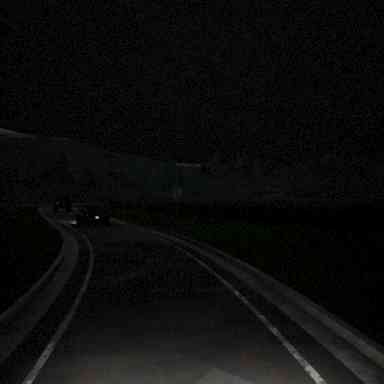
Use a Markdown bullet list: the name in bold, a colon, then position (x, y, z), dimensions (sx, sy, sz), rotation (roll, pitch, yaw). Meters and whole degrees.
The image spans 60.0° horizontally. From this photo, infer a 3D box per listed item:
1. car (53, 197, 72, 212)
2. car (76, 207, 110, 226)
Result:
- **car**: position (-18.538, 1.755, 47.583), dimensions (2.150, 2.045, 5.566), rotation (0, -2, -26)
- **car**: position (-7.776, 1.844, 25.886), dimensions (1.994, 1.385, 4.181), rotation (0, -1, -27)
